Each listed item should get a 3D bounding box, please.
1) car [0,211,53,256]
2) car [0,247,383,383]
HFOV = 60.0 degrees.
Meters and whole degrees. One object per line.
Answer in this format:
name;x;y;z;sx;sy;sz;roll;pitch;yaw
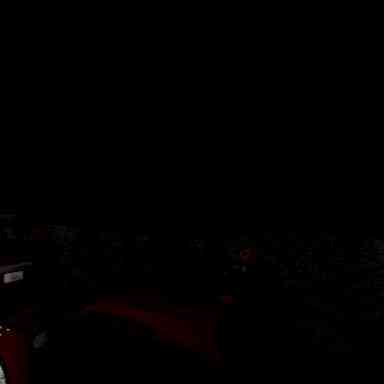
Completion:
car;-4.472;1.276;6.111;5.009;1.841;2.192;0;1;35
car;-0.318;1.532;3.176;4.507;1.381;1.887;0;1;35
